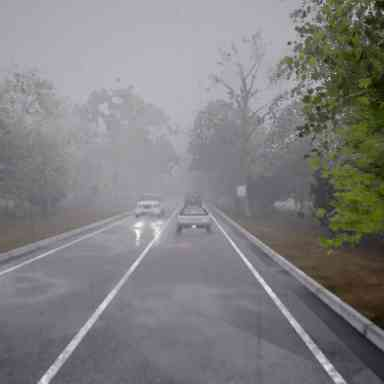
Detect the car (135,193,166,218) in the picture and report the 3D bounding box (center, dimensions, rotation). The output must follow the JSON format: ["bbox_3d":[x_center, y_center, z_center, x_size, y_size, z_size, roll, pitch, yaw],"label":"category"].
[{"bbox_3d":[-3.558,1.136,29.154,2.150,2.045,5.566,0,0,0],"label":"car"}]

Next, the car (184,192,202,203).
[{"bbox_3d":[0.115,1.045,42.830,2.150,2.045,5.566,0,0,0],"label":"car"}]

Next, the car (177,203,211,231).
[{"bbox_3d":[0.108,1.559,20.152,1.895,1.301,4.718,0,0,0],"label":"car"}]
